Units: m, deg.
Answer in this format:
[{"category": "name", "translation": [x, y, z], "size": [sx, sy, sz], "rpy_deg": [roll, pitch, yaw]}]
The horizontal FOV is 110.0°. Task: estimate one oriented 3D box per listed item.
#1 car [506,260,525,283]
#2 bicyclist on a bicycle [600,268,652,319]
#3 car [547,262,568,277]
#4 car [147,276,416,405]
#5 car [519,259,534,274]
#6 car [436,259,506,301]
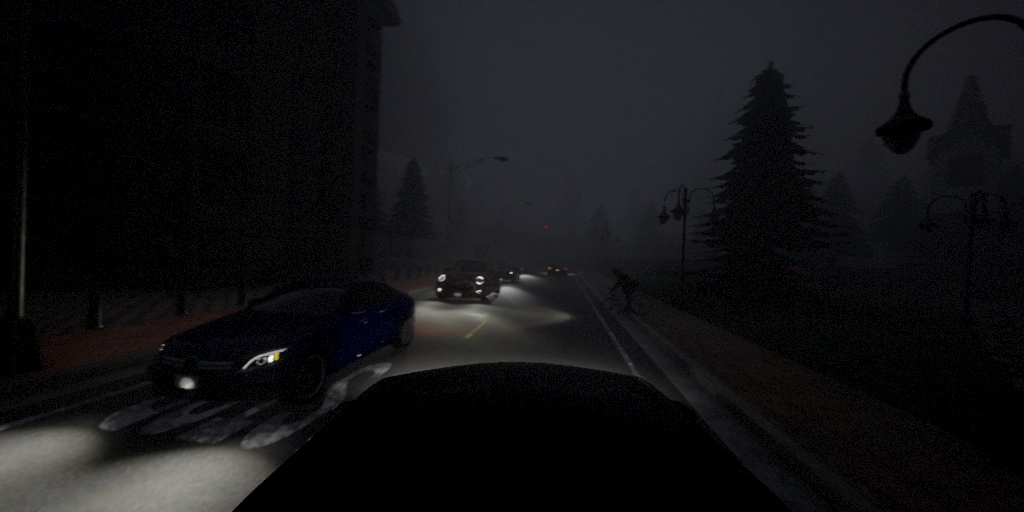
[{"category": "car", "translation": [-0.476, 1.181, 26.205], "size": [1.895, 1.301, 4.718], "rpy_deg": [2, 0, 8]}, {"category": "bicyclist on a bicycle", "translation": [3.648, 1.200, 11.709], "size": [1.656, 1.620, 0.582], "rpy_deg": [-7, -1, 8]}, {"category": "car", "translation": [4.528, 1.294, 35.604], "size": [1.994, 1.385, 4.181], "rpy_deg": [2, 0, 8]}, {"category": "car", "translation": [-3.202, 1.114, 6.197], "size": [1.812, 1.442, 4.674], "rpy_deg": [2, 0, 8]}, {"category": "car", "translation": [1.272, 1.070, 38.512], "size": [2.128, 1.511, 4.902], "rpy_deg": [2, 0, 8]}, {"category": "car", "translation": [-1.817, 0.936, 16.331], "size": [2.097, 1.767, 4.553], "rpy_deg": [2, 0, 8]}]
